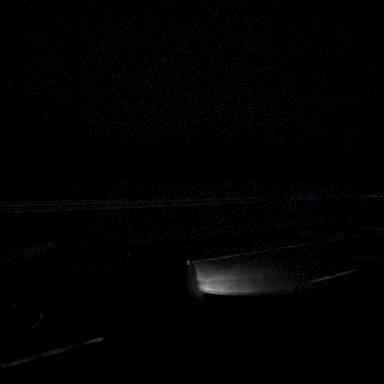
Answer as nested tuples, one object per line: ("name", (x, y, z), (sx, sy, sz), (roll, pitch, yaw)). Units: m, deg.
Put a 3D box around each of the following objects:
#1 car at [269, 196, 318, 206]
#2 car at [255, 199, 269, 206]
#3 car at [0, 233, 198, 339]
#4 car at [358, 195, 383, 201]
("car", (10.191, 1.183, 32.321), (5.008, 1.535, 1.882), (-1, 0, -34))
("car", (9.173, 1.233, 35.864), (5.357, 1.411, 2.033), (-1, 1, -34))
("car", (-1.950, 1.540, 6.632), (4.181, 1.385, 1.994), (-1, 0, -35))
("car", (18.091, 1.087, 33.414), (5.008, 1.535, 1.882), (-1, 1, -34))
